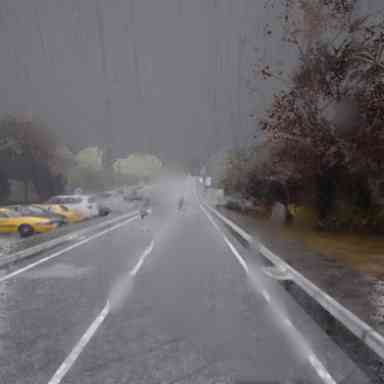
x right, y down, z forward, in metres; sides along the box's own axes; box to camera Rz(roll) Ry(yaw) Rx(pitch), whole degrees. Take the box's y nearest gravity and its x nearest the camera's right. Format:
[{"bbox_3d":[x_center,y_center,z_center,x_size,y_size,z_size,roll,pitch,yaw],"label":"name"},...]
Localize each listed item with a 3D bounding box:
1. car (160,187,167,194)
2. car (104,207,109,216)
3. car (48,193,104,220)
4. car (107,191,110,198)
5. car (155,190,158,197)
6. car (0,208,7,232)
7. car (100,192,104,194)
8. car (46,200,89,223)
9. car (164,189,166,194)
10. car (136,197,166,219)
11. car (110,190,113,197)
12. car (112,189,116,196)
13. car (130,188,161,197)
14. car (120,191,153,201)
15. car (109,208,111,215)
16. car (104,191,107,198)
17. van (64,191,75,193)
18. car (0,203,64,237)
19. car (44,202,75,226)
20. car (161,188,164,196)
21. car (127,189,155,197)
[{"bbox_3d":[-10.155,0.297,94.780,4.553,1.767,2.185,0,2,0],"label":"car"},{"bbox_3d":[-10.134,1.585,28.764,5.008,1.535,2.097,0,0,0],"label":"car"},{"bbox_3d":[-10.168,1.317,25.990,5.566,2.045,2.435,0,0,0],"label":"car"},{"bbox_3d":[-23.262,0.821,80.734,5.008,1.535,2.097,0,1,0],"label":"car"},{"bbox_3d":[-10.231,0.969,69.704,5.008,1.535,2.097,0,1,0],"label":"car"},{"bbox_3d":[-10.005,1.486,11.986,5.366,1.575,1.946,0,0,0],"label":"car"},{"bbox_3d":[-23.477,0.911,75.289,5.366,1.575,1.946,0,1,0],"label":"car"},{"bbox_3d":[-10.335,1.549,23.213,5.366,1.575,1.946,0,0,0],"label":"car"},{"bbox_3d":[-10.178,0.637,89.221,4.792,1.488,2.163,0,2,0],"label":"car"},{"bbox_3d":[-3.308,1.443,29.160,2.128,1.511,4.902,0,0,0],"label":"car"},{"bbox_3d":[-23.249,0.760,83.523,5.008,1.535,2.097,0,1,0],"label":"car"},{"bbox_3d":[-23.235,0.686,86.440,4.892,1.521,2.231,0,1,0],"label":"car"},{"bbox_3d":[-10.252,0.696,72.495,5.566,2.045,2.435,0,1,0],"label":"car"},{"bbox_3d":[-10.244,1.020,61.355,4.792,1.488,2.163,0,0,0],"label":"car"},{"bbox_3d":[-10.090,1.631,31.540,4.792,1.488,2.163,0,0,0],"label":"car"},{"bbox_3d":[-23.250,0.905,77.944,4.792,1.488,2.163,0,1,0],"label":"car"},{"bbox_3d":[-23.227,0.763,61.329,4.442,1.987,1.878,1,0,0],"label":"van"},{"bbox_3d":[-9.984,1.517,17.659,5.366,1.575,1.946,0,0,0],"label":"car"},{"bbox_3d":[-10.166,1.537,20.436,4.892,1.521,2.231,0,0,0],"label":"car"},{"bbox_3d":[-10.143,0.633,83.643,4.553,1.767,2.185,0,1,0],"label":"car"},{"bbox_3d":[-10.280,0.856,66.924,4.553,1.767,2.185,0,0,0],"label":"car"}]
